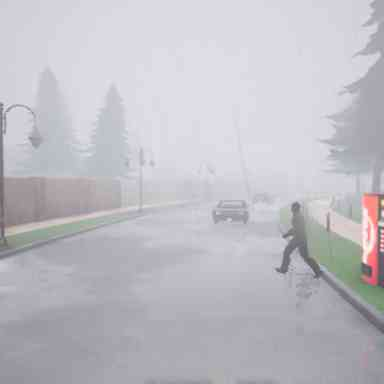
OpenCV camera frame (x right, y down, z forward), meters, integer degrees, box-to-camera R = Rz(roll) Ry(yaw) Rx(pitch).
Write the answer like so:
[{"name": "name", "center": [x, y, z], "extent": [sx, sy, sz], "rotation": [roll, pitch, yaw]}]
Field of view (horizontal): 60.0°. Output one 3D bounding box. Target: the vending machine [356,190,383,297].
[{"name": "vending machine", "center": [4.205, 1.020, 7.000], "extent": [1.100, 2.100, 0.880], "rotation": [0, 1, 5]}]

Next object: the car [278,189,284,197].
[{"name": "car", "center": [13.778, 0.173, 54.917], "extent": [1.812, 1.442, 4.674], "rotation": [1, 2, 35]}]

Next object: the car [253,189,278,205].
[{"name": "car", "center": [7.934, 0.601, 36.602], "extent": [1.837, 1.490, 4.892], "rotation": [0, 1, 23]}]

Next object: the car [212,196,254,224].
[{"name": "car", "center": [2.480, 1.110, 19.809], "extent": [1.895, 1.301, 4.718], "rotation": [0, 1, 12]}]

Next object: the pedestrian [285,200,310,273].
[{"name": "pedestrian", "center": [2.508, 1.096, 7.904], "extent": [0.375, 1.860, 0.375], "rotation": [0, 1, 5]}]

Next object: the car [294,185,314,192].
[{"name": "car", "center": [28.111, -0.912, 84.874], "extent": [3.866, 1.878, 1.905], "rotation": [1, 2, 44]}]
